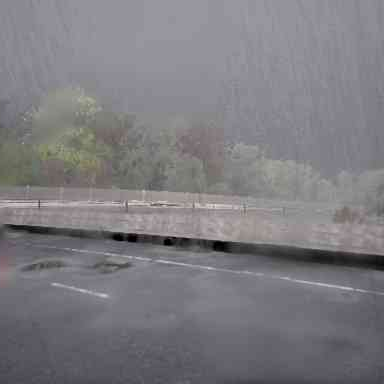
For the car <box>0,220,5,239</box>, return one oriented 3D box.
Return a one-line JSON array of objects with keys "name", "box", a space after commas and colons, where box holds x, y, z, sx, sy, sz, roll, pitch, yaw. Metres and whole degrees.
[{"name": "car", "box": [-9.916, 1.493, 13.817, 4.902, 1.511, 2.128, 0, 0, 27]}]
